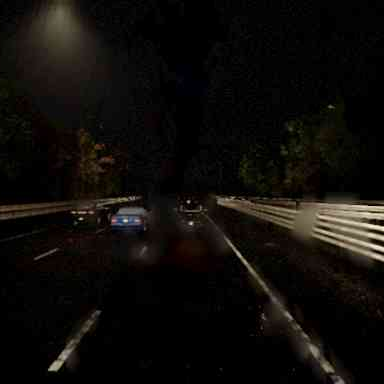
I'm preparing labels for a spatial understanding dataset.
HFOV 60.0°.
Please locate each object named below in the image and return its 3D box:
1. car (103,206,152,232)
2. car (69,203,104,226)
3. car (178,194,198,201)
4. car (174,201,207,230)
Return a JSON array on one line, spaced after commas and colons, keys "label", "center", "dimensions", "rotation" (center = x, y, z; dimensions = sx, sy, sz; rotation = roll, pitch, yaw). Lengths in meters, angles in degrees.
[{"label": "car", "center": [-3.554, 1.570, 20.132], "dimensions": [2.033, 1.411, 5.357], "rotation": [0, 0, -1]}, {"label": "car", "center": [-7.113, 1.520, 23.659], "dimensions": [2.128, 1.511, 4.902], "rotation": [0, 0, -1]}, {"label": "car", "center": [-0.460, 1.276, 39.901], "dimensions": [2.150, 2.045, 5.566], "rotation": [0, 0, -2]}, {"label": "car", "center": [-0.074, 1.527, 21.274], "dimensions": [1.837, 1.490, 4.892], "rotation": [0, 0, -1]}]
